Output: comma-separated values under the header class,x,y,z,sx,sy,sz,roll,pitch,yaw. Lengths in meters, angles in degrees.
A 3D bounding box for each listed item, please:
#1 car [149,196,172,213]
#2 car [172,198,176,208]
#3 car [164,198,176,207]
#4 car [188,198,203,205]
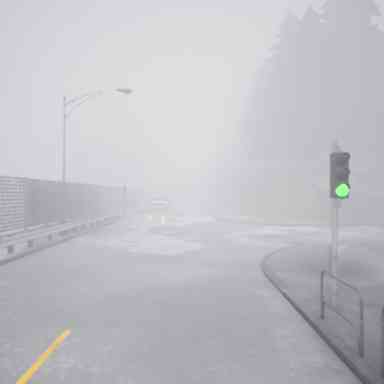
class,x,y,z,sx,sy,sz,roll,pitch,yaw
car,-4.191,1.536,42.572,2.150,2.045,5.566,0,0,0
car,-4.198,1.614,53.233,2.150,2.045,5.566,0,0,0
car,-4.189,1.949,63.853,1.882,1.535,5.008,0,0,0
car,0.680,2.052,71.550,1.812,1.442,4.674,0,0,26
